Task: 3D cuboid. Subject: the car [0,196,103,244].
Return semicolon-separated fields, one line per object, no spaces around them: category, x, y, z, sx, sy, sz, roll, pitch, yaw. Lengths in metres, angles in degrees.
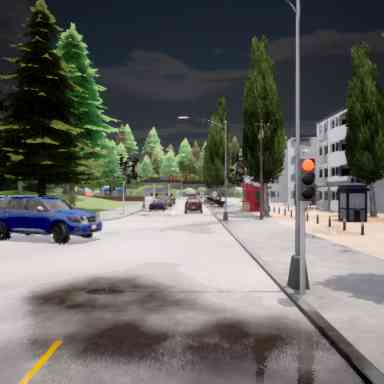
car;-7.026;1.222;15.749;5.566;2.045;2.150;0;-1;17

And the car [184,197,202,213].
car;0.151;1.477;37.576;1.882;1.535;5.008;0;0;0

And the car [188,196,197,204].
car;0.082;1.722;72.048;1.812;1.442;4.674;0;0;0

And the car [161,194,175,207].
car;-4.064;1.352;50.357;2.097;1.767;4.553;0;0;0

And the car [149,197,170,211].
car;-4.082;1.601;40.464;1.895;1.301;4.718;0;0;0
